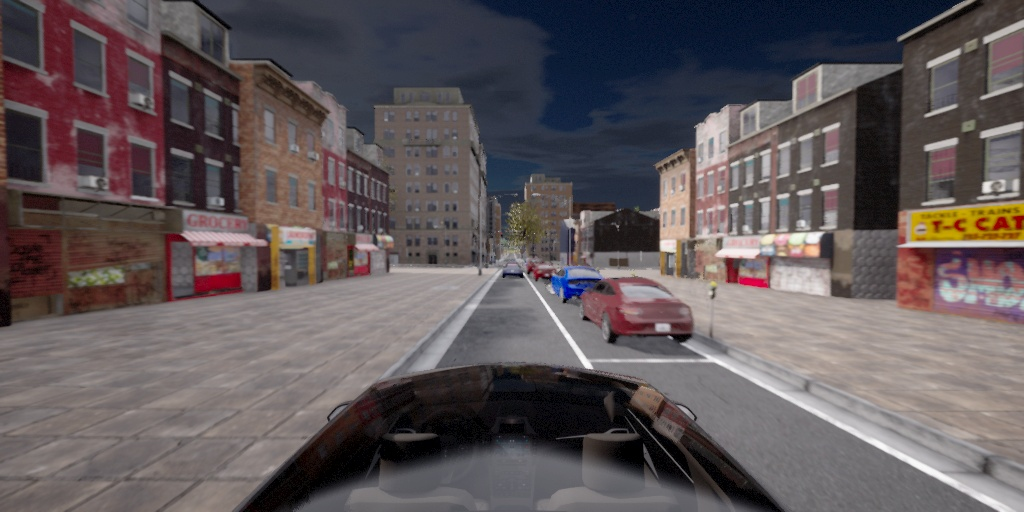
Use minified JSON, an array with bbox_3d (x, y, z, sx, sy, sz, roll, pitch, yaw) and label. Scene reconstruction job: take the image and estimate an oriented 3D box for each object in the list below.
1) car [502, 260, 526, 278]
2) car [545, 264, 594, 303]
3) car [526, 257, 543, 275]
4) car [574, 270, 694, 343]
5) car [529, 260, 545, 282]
[{"bbox_3d":[0.070,1.324,34.297,1.994,1.385,4.181,0,0,0],"label":"car"},{"bbox_3d":[2.953,1.215,16.641,1.882,1.535,5.008,0,0,-3],"label":"car"},{"bbox_3d":[2.638,1.089,39.741,2.192,1.841,5.009,0,0,0],"label":"car"},{"bbox_3d":[3.024,1.266,9.487,1.812,1.442,4.674,0,0,0],"label":"car"},{"bbox_3d":[2.637,1.294,29.162,1.888,1.381,4.507,0,0,0],"label":"car"}]
